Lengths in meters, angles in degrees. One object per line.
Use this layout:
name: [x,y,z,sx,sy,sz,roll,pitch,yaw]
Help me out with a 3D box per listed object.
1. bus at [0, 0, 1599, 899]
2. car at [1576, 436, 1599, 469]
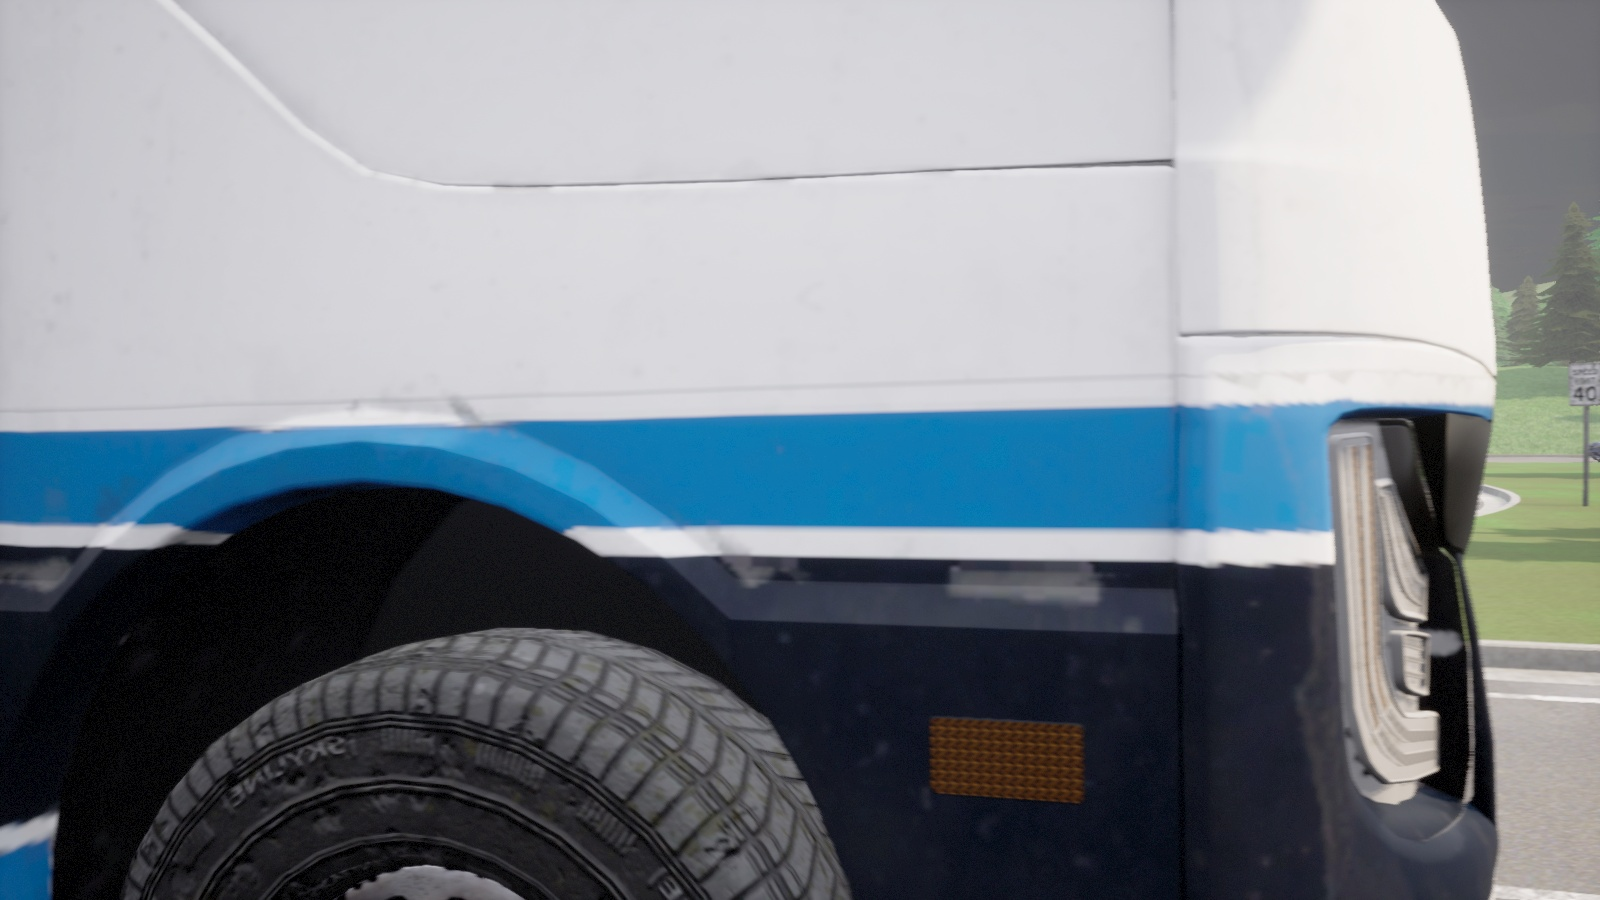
bus: [-2.853,-0.626,4.096,10.273,4.253,3.944,0,1,18]
car: [36.914,0.116,55.014,4.674,1.442,1.812,1,1,18]
